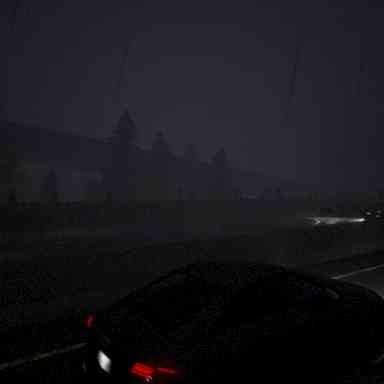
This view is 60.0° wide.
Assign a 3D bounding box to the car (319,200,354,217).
[{"bbox_3d":[13.903,1.490,31.097,5.008,1.535,1.882,0,0,-35],"label":"car"}]

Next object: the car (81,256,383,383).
[{"bbox_3d":[0.797,1.565,4.313,4.181,1.385,1.994,0,0,-36],"label":"car"}]

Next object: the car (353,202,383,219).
[{"bbox_3d":[16.040,1.576,28.322,4.181,1.385,1.994,0,0,-35],"label":"car"}]
